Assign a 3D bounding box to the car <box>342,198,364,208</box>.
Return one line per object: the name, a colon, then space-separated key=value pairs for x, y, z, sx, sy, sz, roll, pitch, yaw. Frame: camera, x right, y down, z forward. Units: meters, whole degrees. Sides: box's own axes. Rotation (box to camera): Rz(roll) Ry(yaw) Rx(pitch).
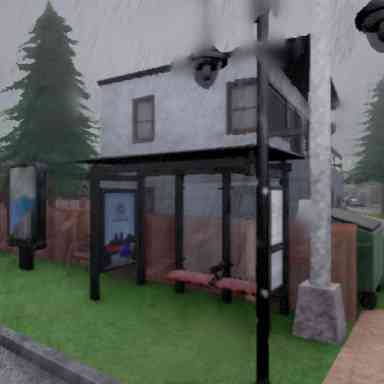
car: x=22.846 y=1.556 z=48.301 sx=1.994 sy=1.385 sz=4.181 roll=0 pitch=0 yaw=-9
